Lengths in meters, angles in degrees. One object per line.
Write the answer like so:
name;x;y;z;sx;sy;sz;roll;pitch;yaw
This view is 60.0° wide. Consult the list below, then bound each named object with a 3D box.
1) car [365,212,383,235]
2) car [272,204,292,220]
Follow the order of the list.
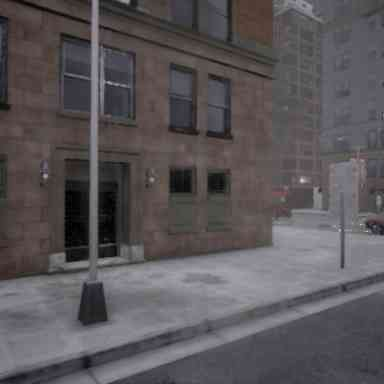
car;11.646;1.705;17.727;1.812;1.442;4.674;1;-1;-26
car;6.960;1.709;31.018;1.882;1.535;5.008;1;0;-35
